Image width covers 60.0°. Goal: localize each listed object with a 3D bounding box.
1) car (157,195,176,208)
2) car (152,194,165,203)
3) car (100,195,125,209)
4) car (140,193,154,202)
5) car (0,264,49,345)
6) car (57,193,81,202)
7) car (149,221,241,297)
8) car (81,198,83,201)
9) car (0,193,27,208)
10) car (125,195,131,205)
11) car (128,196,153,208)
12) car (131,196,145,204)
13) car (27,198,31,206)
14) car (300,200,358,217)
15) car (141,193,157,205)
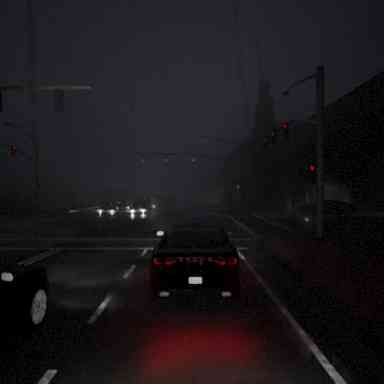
[{"bbox_3d":[-3.465,1.333,48.570,2.097,1.767,4.553,0,0,1],"label":"car"},{"bbox_3d":[-6.640,1.326,66.331,2.097,1.767,4.553,0,0,2],"label":"car"},{"bbox_3d":[-10.728,1.488,44.033,1.837,1.490,4.892,0,0,1],"label":"car"},{"bbox_3d":[-9.913,1.172,73.861,2.150,2.045,5.566,0,0,2],"label":"car"},{"bbox_3d":[-3.442,1.476,3.869,1.882,1.535,5.008,0,0,0],"label":"car"},{"bbox_3d":[-24.938,1.130,66.557,3.866,1.878,1.905,0,0,0],"label":"car"},{"bbox_3d":[0.065,1.474,8.603,1.882,1.535,5.008,0,0,0],"label":"car"},{"bbox_3d":[-24.925,1.368,69.452,3.806,1.475,1.970,0,0,0],"label":"car"},{"bbox_3d":[-24.969,1.136,44.039,4.605,1.855,1.932,0,0,0],"label":"car"},{"bbox_3d":[-10.541,1.331,53.033,2.097,1.767,4.553,0,0,2],"label":"car"},{"bbox_3d":[-7.182,1.583,46.669,1.895,1.301,4.718,0,0,1],"label":"car"},{"bbox_3d":[-10.245,1.501,63.179,1.812,1.442,4.674,0,0,2],"label":"car"},{"bbox_3d":[-24.913,1.138,46.933,3.866,1.878,1.905,0,0,0],"label":"car"},{"bbox_3d":[12.645,1.466,30.862,5.008,1.535,1.882,0,0,0],"label":"car"},{"bbox_3d":[-6.940,1.330,56.478,2.097,1.767,4.553,0,0,2],"label":"car"}]
